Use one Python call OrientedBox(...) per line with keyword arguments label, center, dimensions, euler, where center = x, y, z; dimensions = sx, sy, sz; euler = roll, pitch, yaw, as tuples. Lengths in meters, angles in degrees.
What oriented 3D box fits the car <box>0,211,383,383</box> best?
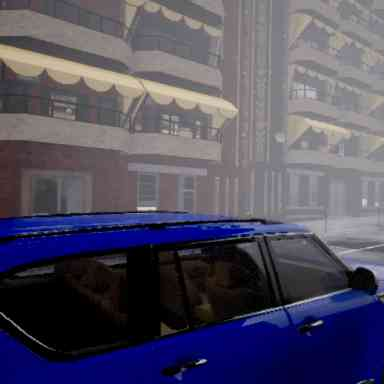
OrientedBox(label="car", center=(0.206, 1.222, 3.308), dimensions=(5.566, 2.045, 2.150), euler=(0, 0, -35))
